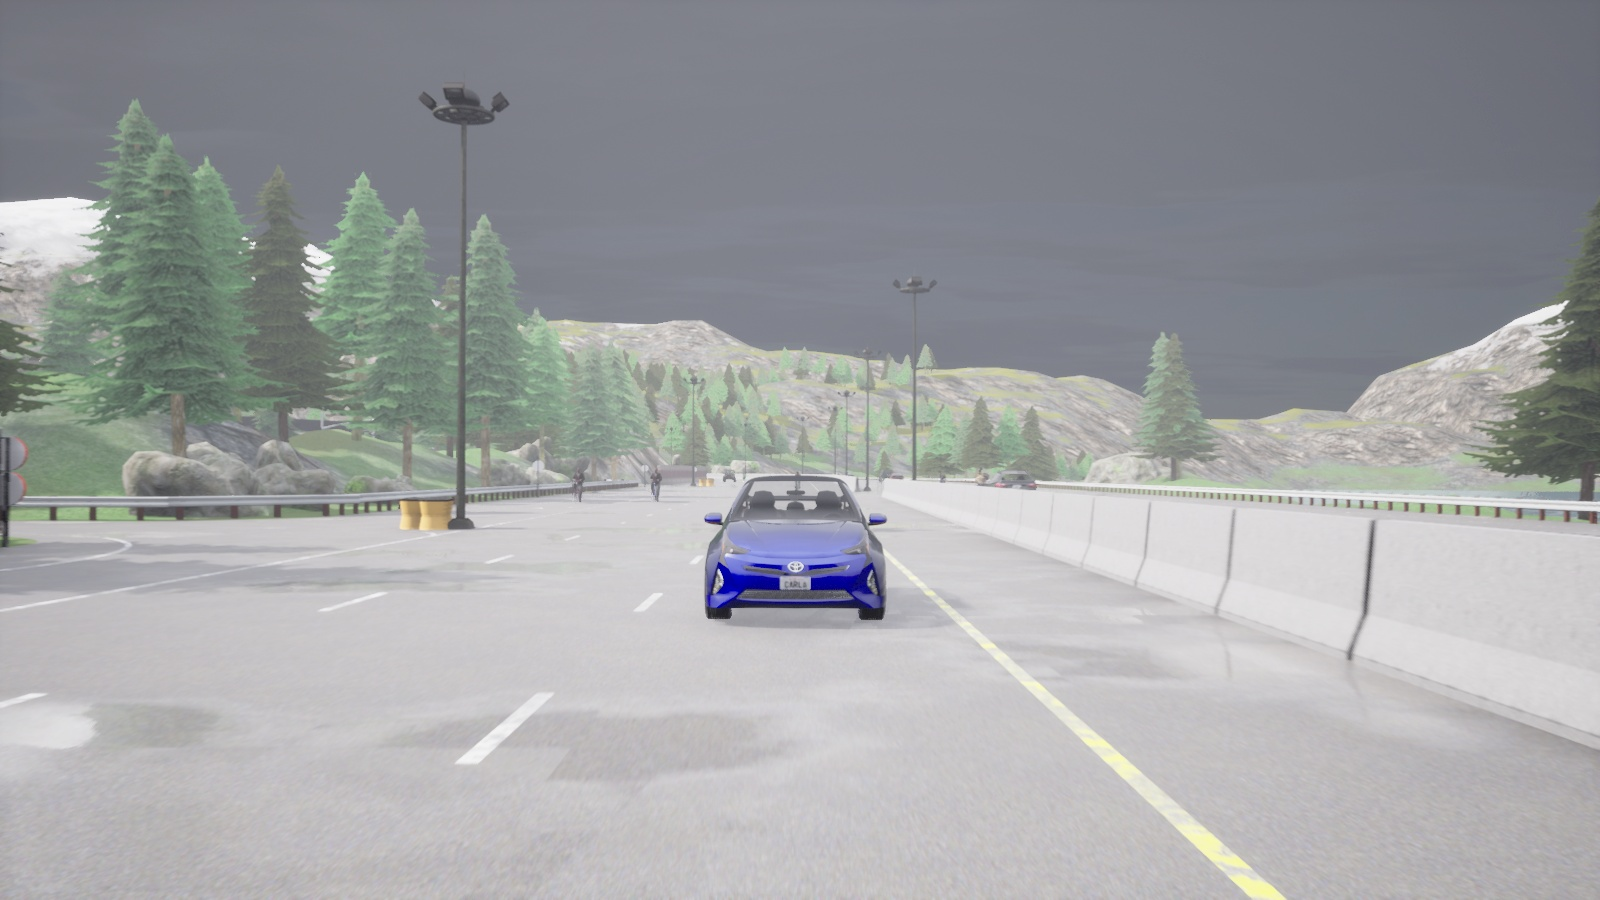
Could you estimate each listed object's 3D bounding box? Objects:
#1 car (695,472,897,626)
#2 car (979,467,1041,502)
[{"bbox_3d":[-0.048,1.024,14.746,2.007,1.525,4.514,0,-1,0],"label":"car"},{"bbox_3d":[10.335,1.713,62.108,2.242,1.667,4.611,0,-1,0],"label":"car"}]
